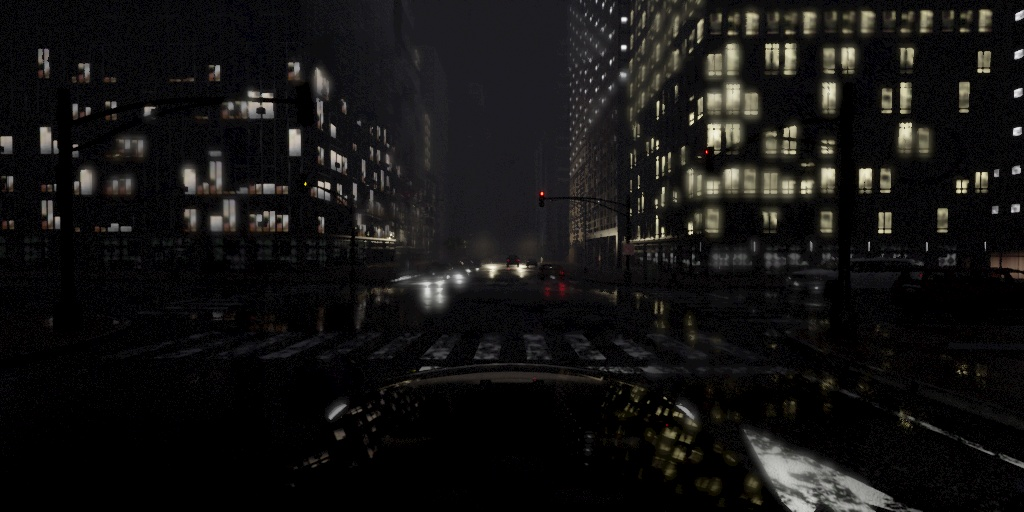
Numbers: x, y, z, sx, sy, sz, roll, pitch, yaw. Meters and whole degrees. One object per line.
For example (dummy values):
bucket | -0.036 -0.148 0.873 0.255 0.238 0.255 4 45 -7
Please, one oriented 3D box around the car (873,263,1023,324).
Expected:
car | 16.220 1.282 12.403 5.009 1.841 2.192 0 0 1

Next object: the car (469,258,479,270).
car | -6.457 1.263 51.371 2.033 1.411 5.357 0 0 0

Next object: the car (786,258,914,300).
car | 17.242 1.103 18.153 5.566 2.045 2.150 0 1 1

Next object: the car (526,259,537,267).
car | 3.521 1.194 63.659 2.128 1.511 4.902 0 0 0

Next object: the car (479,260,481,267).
car | -6.392 1.182 61.711 1.882 1.535 5.008 0 0 1

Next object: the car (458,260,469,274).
car | -6.492 1.326 41.600 1.895 1.301 4.718 0 0 0

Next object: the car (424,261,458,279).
car | -6.519 1.225 32.319 2.128 1.511 4.902 0 0 0

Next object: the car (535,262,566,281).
car | 3.210 1.338 29.541 1.895 1.301 4.718 0 0 1

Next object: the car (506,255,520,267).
car | 0.171 0.925 62.845 2.150 2.045 5.566 0 0 0
